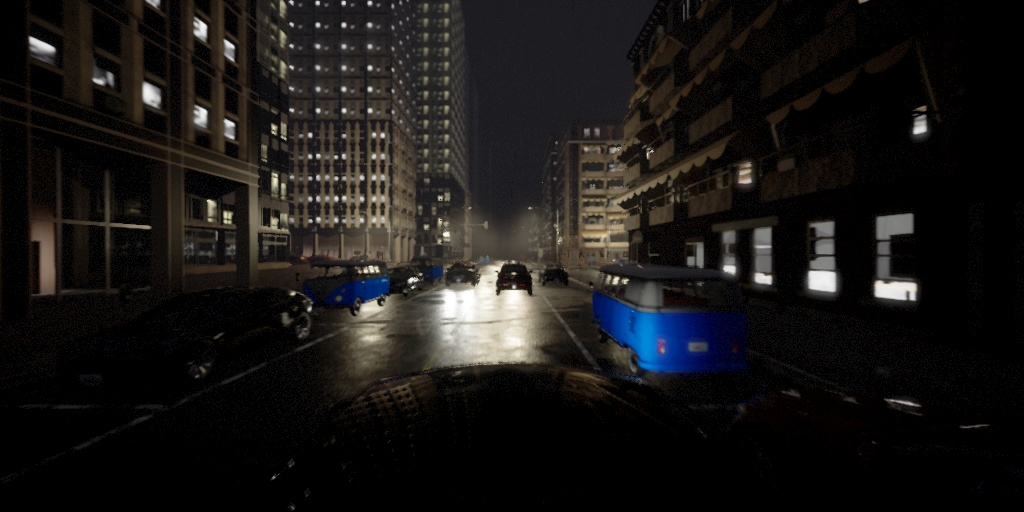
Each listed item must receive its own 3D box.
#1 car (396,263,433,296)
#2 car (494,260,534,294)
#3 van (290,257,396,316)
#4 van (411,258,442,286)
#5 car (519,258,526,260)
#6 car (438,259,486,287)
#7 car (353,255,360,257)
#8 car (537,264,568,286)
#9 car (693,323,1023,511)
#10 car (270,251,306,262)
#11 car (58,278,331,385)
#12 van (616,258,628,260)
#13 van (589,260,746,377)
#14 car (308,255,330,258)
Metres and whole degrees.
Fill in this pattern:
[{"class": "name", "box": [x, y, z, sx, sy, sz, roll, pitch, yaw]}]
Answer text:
[{"class": "car", "box": [-5.690, 1.222, 18.330, 2.007, 1.370, 4.403, 0, 0, 0]}, {"class": "car", "box": [0.100, 1.174, 19.387, 1.837, 1.490, 4.892, 0, 1, 0]}, {"class": "van", "box": [-5.690, 1.038, 12.681, 1.690, 1.789, 3.998, 0, 0, 0]}, {"class": "van", "box": [-5.689, 0.987, 23.978, 1.690, 1.789, 3.998, 0, 0, 0]}, {"class": "car", "box": [0.100, 1.159, 35.510, 1.994, 1.385, 4.181, 0, 0, 0]}, {"class": "car", "box": [-3.093, 1.141, 23.266, 2.128, 1.511, 4.902, 0, 0, 0]}, {"class": "car", "box": [-21.146, 0.592, 51.690, 4.097, 1.591, 1.967, 0, 0, 0]}, {"class": "car", "box": [2.691, 1.197, 23.977, 2.007, 1.370, 4.403, 0, 0, 0]}, {"class": "car", "box": [2.690, 1.334, 1.384, 1.802, 1.307, 4.207, 0, 0, 0]}, {"class": "car", "box": [-32.294, 0.252, 51.664, 5.009, 1.841, 2.192, 0, 0, 0]}, {"class": "car", "box": [-5.690, 1.290, 7.033, 1.948, 1.339, 4.313, 0, 0, 0]}, {"class": "van", "box": [16.914, 1.228, 51.641, 3.998, 1.789, 1.690, 0, 0, 0]}, {"class": "van", "box": [2.690, 1.065, 7.032, 1.690, 1.789, 3.998, 0, 0, 0]}, {"class": "car", "box": [-26.720, 0.627, 51.677, 4.207, 1.307, 1.802, 0, 0, 0]}]
